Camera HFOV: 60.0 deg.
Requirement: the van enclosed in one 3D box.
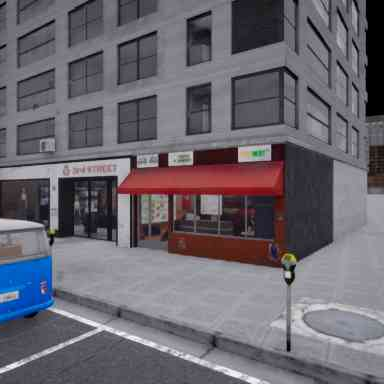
[{"bbox_3d":[-4.259,1.341,6.093,3.998,1.788,1.690,0,0,35],"label":"van"}]
